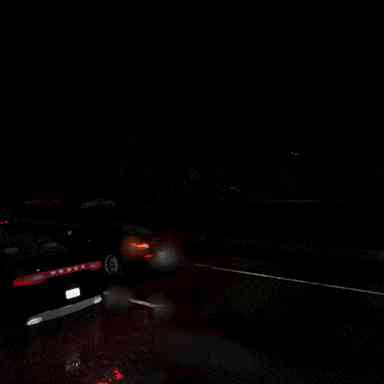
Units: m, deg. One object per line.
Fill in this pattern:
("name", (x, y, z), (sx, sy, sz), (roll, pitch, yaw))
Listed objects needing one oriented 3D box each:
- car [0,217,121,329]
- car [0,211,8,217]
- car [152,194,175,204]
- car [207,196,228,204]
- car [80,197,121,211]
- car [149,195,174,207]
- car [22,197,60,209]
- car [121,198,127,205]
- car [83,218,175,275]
("car", (-3.930, 1.478, 6.786), (5.008, 1.535, 1.882), (0, 0, 35))
("car", (-10.112, 1.505, 15.485), (4.892, 1.490, 1.837), (0, 0, 36))
("car", (-5.698, 1.352, 67.073), (2.097, 1.767, 4.553), (0, 0, 37))
("car", (5.001, 1.547, 63.912), (2.033, 1.411, 5.357), (0, 0, 37))
("car", (-11.589, 1.525, 41.299), (1.812, 1.442, 4.674), (0, 0, 36))
("car", (-4.575, 1.564, 50.910), (1.994, 1.385, 4.181), (0, 0, 36))
("car", (-20.950, 1.477, 46.302), (1.882, 1.535, 5.008), (0, 0, 36))
("car", (-13.227, 1.564, 56.854), (1.994, 1.385, 4.181), (0, 0, 36))
("car", (-2.637, 1.526, 10.155), (4.674, 1.442, 1.812), (0, 0, 35))
